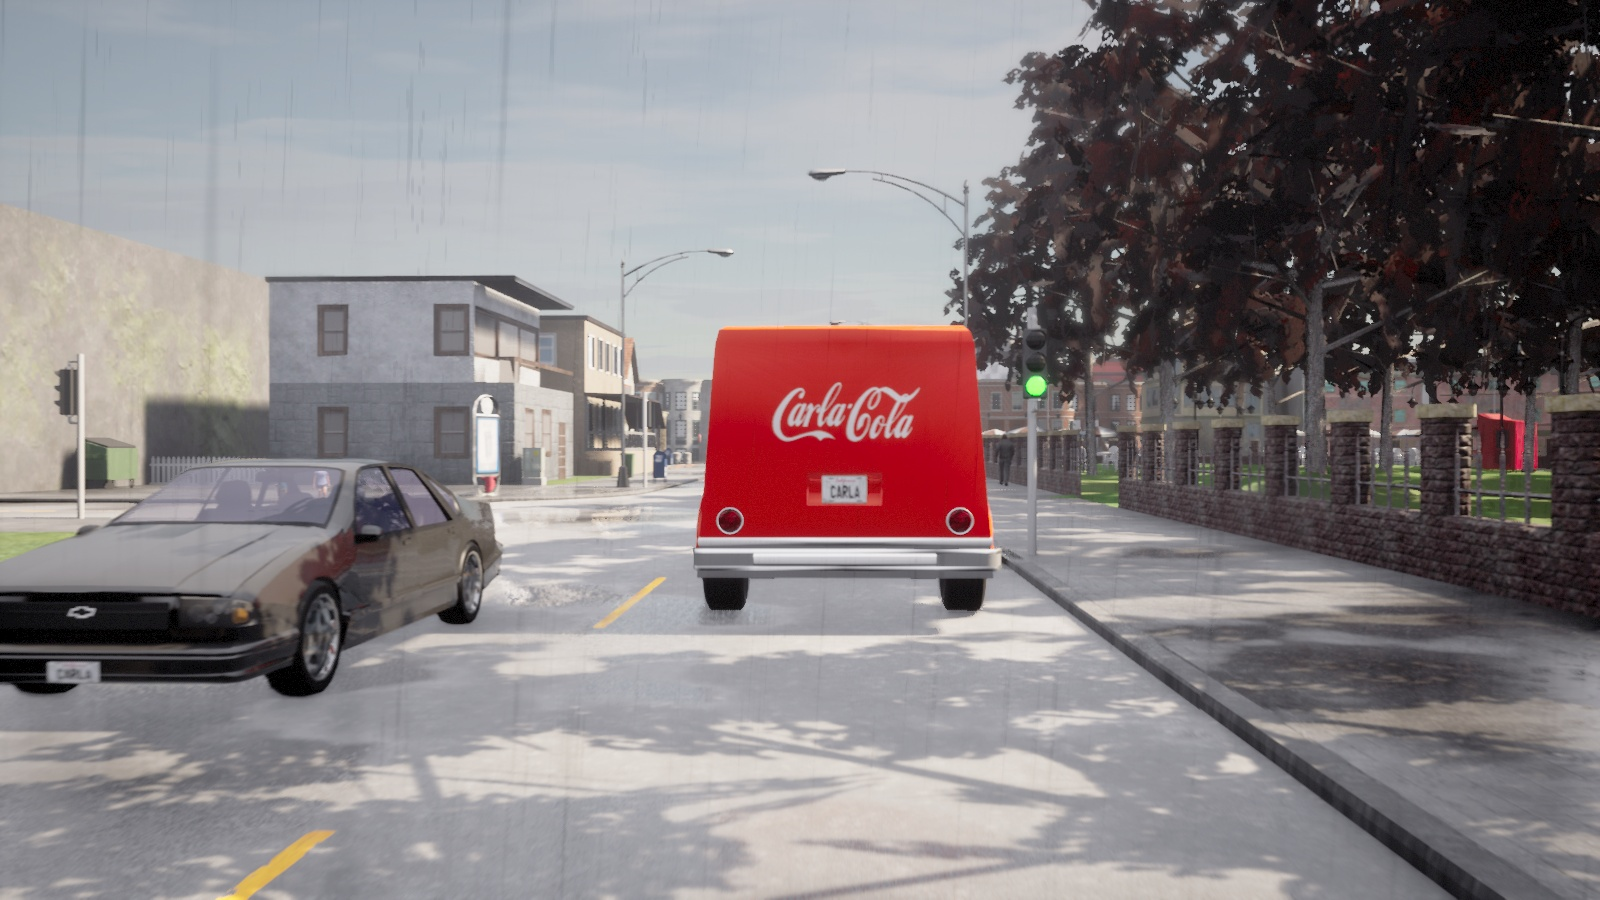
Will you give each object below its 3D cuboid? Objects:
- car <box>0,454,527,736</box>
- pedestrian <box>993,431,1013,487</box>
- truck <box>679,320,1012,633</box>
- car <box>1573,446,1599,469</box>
[{"bbox_3d":[-3.692,0.753,9.169,2.033,1.411,5.357,0,0,2],"label":"car"},{"bbox_3d":[6.840,0.290,42.303,0.563,1.883,0.849,0,0,2],"label":"pedestrian"},{"bbox_3d":[0.427,0.206,12.527,2.627,2.467,5.204,0,0,2],"label":"truck"},{"bbox_3d":[52.106,0.479,81.418,1.845,1.501,3.633,0,0,2],"label":"car"}]
